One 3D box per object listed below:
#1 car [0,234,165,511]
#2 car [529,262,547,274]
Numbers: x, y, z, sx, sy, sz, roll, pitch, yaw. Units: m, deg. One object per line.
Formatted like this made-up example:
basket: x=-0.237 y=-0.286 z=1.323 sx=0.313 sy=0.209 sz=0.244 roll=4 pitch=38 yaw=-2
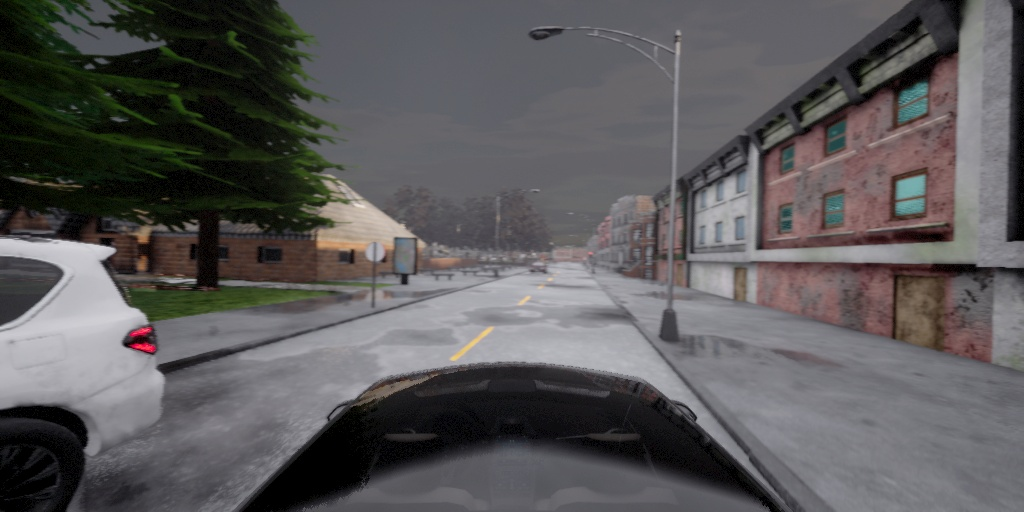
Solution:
car: x=-4.348 y=0.831 z=0.758 sx=2.150 sy=2.045 sz=5.566 roll=2 pitch=0 yaw=10
car: x=3.286 y=1.427 z=43.674 sx=1.812 sy=1.442 sz=4.674 roll=2 pitch=0 yaw=10
